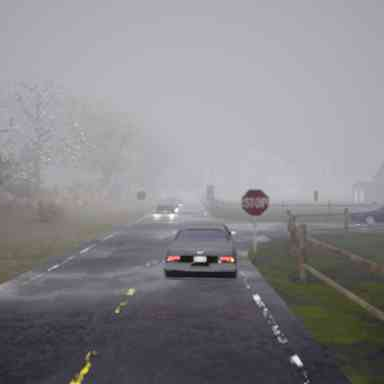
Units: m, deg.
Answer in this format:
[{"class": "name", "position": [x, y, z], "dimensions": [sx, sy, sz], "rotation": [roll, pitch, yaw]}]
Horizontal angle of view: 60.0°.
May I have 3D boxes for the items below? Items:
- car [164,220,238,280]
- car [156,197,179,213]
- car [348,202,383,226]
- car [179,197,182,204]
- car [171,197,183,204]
[{"class": "car", "position": [0.349, 1.546, 9.924], "dimensions": [2.033, 1.411, 5.357], "rotation": [0, 0, 4]}, {"class": "car", "position": [-2.840, 1.455, 37.155], "dimensions": [1.882, 1.535, 5.008], "rotation": [0, 0, 0]}, {"class": "car", "position": [13.195, 1.422, 22.539], "dimensions": [5.008, 1.535, 1.882], "rotation": [0, 0, 0]}, {"class": "car", "position": [-2.834, 1.466, 47.555], "dimensions": [1.837, 1.490, 4.892], "rotation": [0, 0, 0]}, {"class": "car", "position": [-2.784, 1.534, 61.704], "dimensions": [1.895, 1.301, 4.718], "rotation": [0, 0, 1]}]
